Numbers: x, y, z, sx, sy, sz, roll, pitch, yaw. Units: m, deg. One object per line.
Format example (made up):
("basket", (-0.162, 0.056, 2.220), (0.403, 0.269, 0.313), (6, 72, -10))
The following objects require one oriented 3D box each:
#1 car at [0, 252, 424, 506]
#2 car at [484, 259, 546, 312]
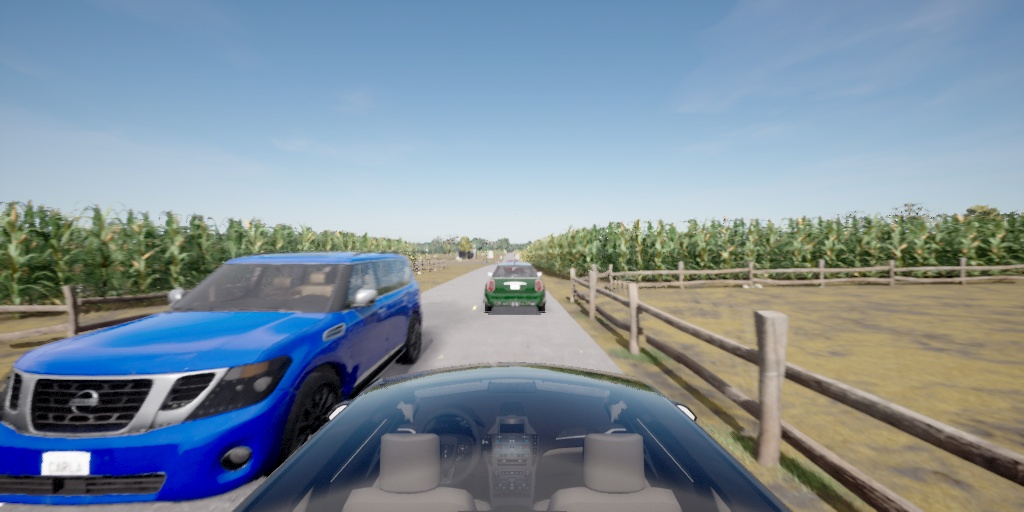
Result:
("car", (-2.821, 0.948, 5.020), (2.150, 2.045, 5.566), (0, 0, 0))
("car", (0.100, 1.014, 13.775), (2.097, 1.767, 4.553), (0, 0, 0))
